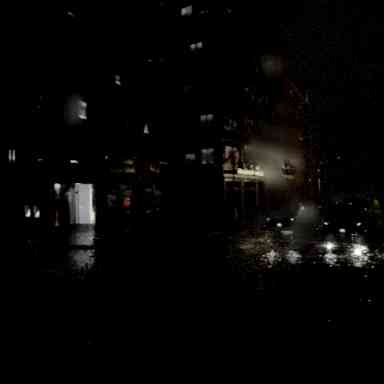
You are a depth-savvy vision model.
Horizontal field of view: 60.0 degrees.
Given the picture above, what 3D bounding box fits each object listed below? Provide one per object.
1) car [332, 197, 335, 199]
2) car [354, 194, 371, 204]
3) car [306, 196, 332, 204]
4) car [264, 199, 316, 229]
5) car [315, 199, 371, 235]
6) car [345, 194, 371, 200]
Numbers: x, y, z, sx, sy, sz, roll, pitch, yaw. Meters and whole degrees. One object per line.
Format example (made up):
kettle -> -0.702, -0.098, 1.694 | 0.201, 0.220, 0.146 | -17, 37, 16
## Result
car -> 15.062, 1.177, 37.178 | 1.994, 1.385, 4.181 | -1, 0, 29
car -> 24.327, 0.971, 47.349 | 1.994, 1.385, 4.181 | -1, 0, 29
car -> 10.668, 1.192, 29.089 | 1.882, 1.535, 5.008 | -1, 0, 29
car -> 6.003, 1.371, 20.472 | 2.033, 1.411, 5.357 | -1, 0, 28
car -> 8.067, 1.329, 17.453 | 2.033, 1.411, 5.357 | -1, 0, 28
car -> 12.592, 1.153, 25.818 | 1.882, 1.535, 5.008 | -1, 0, 28
